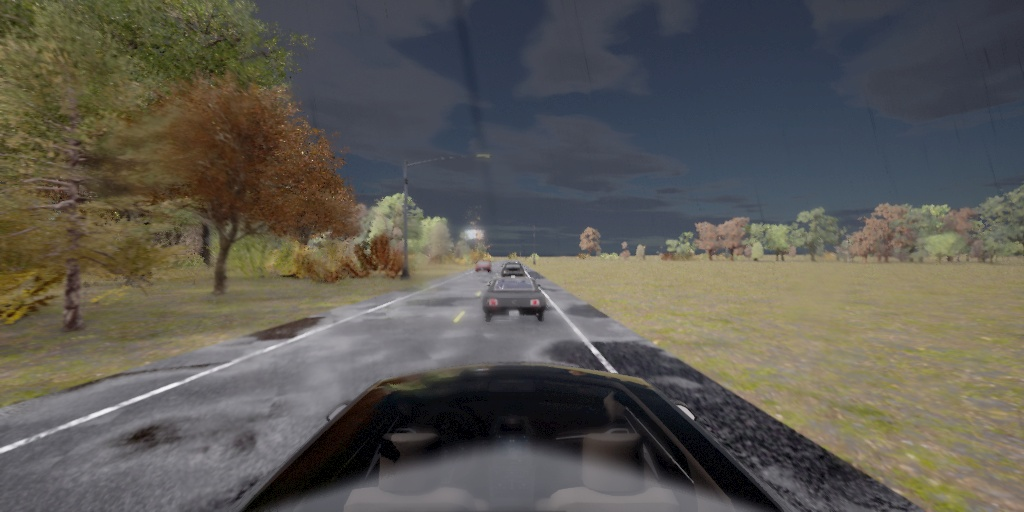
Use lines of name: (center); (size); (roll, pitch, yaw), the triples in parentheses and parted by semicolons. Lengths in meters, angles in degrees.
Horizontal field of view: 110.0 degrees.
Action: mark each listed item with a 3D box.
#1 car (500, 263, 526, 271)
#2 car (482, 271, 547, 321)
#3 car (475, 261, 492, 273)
car: (0.086, 1.317, 29.443); (1.837, 1.490, 4.892); (0, 0, 0)
car: (0.081, 1.375, 12.549); (1.895, 1.301, 4.718); (0, 0, 0)
car: (-3.588, 1.328, 45.635); (1.882, 1.535, 5.008); (0, 0, 0)
